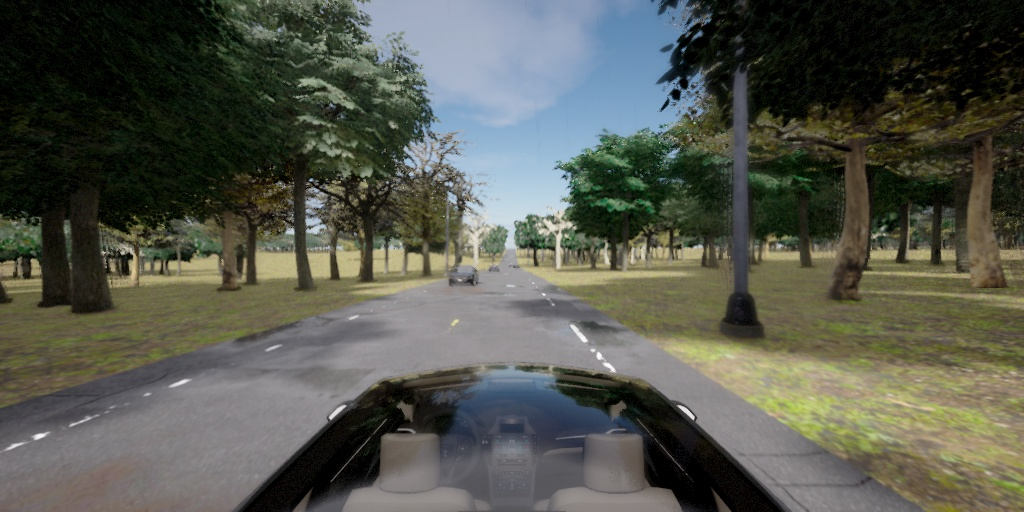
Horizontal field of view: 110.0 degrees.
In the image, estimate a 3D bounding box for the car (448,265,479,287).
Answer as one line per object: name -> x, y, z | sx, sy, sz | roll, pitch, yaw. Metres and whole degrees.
car -> -3.580, 1.440, 27.233 | 1.882, 1.535, 5.008 | 0, -1, 0
